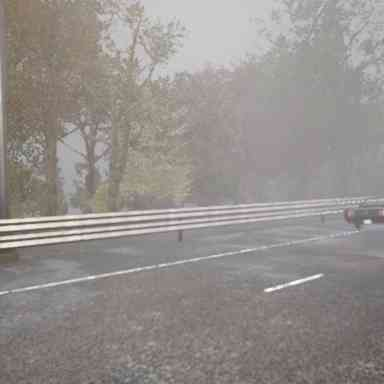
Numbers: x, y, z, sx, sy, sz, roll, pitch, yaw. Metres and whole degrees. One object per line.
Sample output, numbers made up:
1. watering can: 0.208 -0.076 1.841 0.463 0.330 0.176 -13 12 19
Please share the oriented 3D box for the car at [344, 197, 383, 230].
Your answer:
1. car: 8.591 0.822 14.150 4.718 1.301 1.895 -1 -3 -35
